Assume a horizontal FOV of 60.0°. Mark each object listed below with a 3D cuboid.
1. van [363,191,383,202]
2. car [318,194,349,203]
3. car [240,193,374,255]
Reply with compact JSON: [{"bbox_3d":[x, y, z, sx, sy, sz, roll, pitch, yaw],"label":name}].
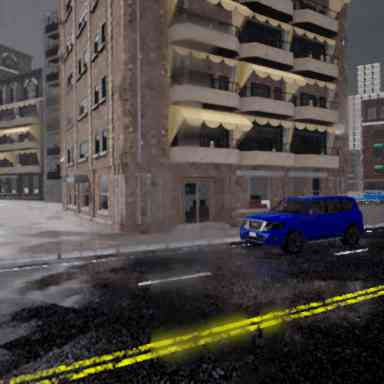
[{"bbox_3d":[30.144,0.673,54.765,3.998,1.788,1.690,1,0,27],"label":"van"},{"bbox_3d":[21.220,0.928,49.912,4.206,1.307,1.802,1,0,27],"label":"car"},{"bbox_3d":[4.577,1.175,13.454,5.566,2.045,2.150,0,0,-31],"label":"car"}]
